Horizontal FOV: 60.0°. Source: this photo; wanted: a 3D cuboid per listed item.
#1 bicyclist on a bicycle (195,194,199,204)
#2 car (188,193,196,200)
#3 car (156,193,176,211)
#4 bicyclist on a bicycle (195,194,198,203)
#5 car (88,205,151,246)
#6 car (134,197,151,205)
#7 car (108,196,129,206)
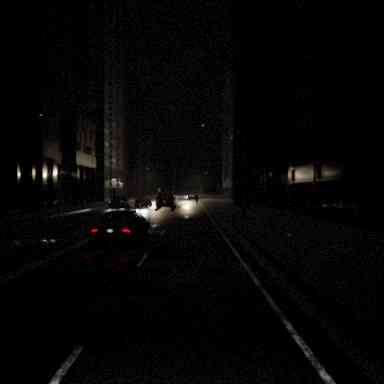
[{"bbox_3d":[0.874,1.387,56.821,0.582,1.620,1.656,0,0,0],"label":"bicyclist on a bicycle"},{"bbox_3d":[-0.027,1.292,85.215,1.994,1.385,4.181,0,0,0],"label":"car"},{"bbox_3d":[-3.163,1.185,40.955,2.150,2.045,5.566,0,0,0],"label":"car"},{"bbox_3d":[0.871,1.277,65.581,0.659,1.776,1.843,0,0,0],"label":"bicyclist on a bicycle"},{"bbox_3d":[-3.155,1.545,15.284,2.033,1.411,5.357,0,0,0],"label":"car"},{"bbox_3d":[-6.596,1.447,44.687,2.128,1.511,4.902,0,0,0],"label":"car"},{"bbox_3d":[-9.844,1.308,44.812,2.097,1.767,4.553,0,0,0],"label":"car"}]
